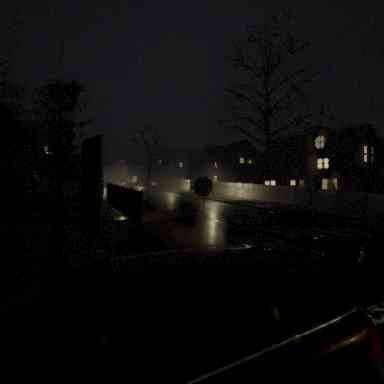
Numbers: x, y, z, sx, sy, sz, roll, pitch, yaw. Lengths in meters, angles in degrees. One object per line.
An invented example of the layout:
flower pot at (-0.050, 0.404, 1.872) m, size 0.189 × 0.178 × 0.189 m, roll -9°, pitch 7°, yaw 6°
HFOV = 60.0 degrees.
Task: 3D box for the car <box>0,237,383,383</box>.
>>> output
car at (-0.454, 1.348, 2.628) m, size 4.553 × 1.767 × 2.097 m, roll 0°, pitch 0°, yaw -36°
